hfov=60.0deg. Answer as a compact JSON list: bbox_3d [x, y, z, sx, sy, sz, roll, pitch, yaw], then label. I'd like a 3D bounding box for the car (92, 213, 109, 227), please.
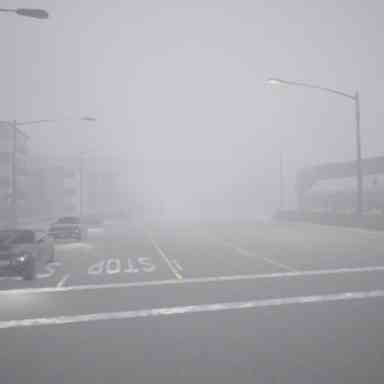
[{"bbox_3d":[-10.108,2.858,34.384,1.895,1.301,4.718,-1,-2,-8],"label":"car"}]

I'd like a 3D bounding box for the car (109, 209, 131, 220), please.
[{"bbox_3d":[-10.152,3.157,46.929,2.128,1.511,4.902,-1,-1,10],"label":"car"}]

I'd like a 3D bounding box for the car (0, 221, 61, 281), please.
[{"bbox_3d":[-5.928,1.964,11.283,1.812,1.442,4.674,0,-2,-11],"label":"car"}]

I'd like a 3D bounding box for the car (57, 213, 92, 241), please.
[{"bbox_3d":[-7.942,2.313,21.719,1.837,1.490,4.892,0,-1,-10],"label":"car"}]
